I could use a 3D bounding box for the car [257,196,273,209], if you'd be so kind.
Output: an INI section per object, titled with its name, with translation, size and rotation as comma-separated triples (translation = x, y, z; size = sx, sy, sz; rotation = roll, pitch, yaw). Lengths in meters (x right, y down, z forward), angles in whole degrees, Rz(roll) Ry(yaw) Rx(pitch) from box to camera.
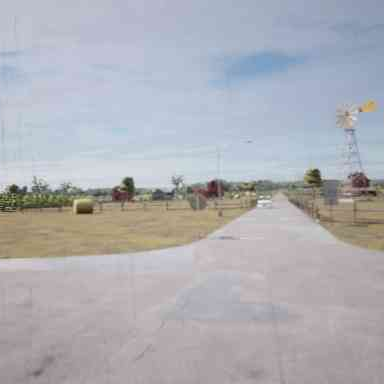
[car]
translation = 11.311, 1.655, 51.448
size = 2.150, 2.045, 5.566
rotation = -2, 1, 15
